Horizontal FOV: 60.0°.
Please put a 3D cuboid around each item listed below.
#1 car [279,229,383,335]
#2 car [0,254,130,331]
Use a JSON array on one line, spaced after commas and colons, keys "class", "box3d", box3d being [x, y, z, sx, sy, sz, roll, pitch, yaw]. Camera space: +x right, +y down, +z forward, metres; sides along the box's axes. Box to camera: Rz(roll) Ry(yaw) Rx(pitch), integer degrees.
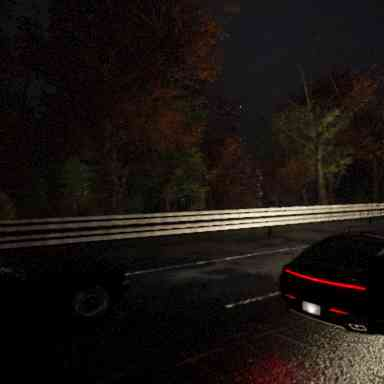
[{"class": "car", "box3d": [3.772, 1.492, 6.399, 4.892, 1.490, 1.837, 0, 0, -35]}, {"class": "car", "box3d": [-3.492, 1.599, 5.546, 4.718, 1.301, 1.895, 0, 0, -35]}]
